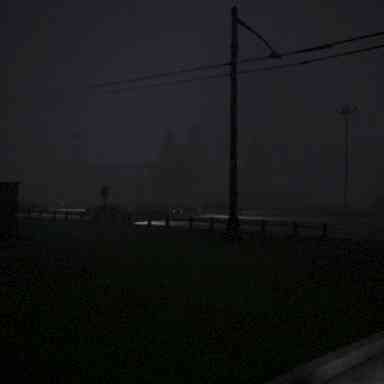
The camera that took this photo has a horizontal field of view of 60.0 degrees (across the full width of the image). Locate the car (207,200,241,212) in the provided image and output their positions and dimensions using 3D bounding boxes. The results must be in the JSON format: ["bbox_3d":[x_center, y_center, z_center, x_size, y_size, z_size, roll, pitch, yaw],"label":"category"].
[{"bbox_3d":[3.666,1.763,41.943,4.892,1.490,1.837,0,1,6],"label":"car"}]

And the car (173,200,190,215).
[{"bbox_3d":[-3.160,1.650,33.355,4.902,1.511,2.128,0,0,29],"label":"car"}]

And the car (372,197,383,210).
[{"bbox_3d":[28.735,1.712,49.415,5.566,2.045,2.150,1,1,-41],"label":"car"}]

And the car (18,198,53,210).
[{"bbox_3d":[-18.589,1.667,37.976,4.718,1.301,1.895,0,0,29],"label":"car"}]

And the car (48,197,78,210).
[{"bbox_3d":[-18.526,1.463,45.966,4.553,1.767,2.097,0,0,29],"label":"car"}]

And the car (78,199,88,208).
[{"bbox_3d":[-16.115,1.692,48.653,5.357,1.411,2.033,0,0,29],"label":"car"}]

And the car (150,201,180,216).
[{"bbox_3d":[-3.791,1.735,29.697,4.718,1.301,1.895,0,0,29],"label":"car"}]

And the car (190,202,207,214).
[{"bbox_3d":[-1.323,1.681,36.338,4.902,1.511,2.128,0,0,29],"label":"car"}]

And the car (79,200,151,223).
[{"bbox_3d":[-6.323,1.648,27.103,5.357,1.411,2.033,0,0,29],"label":"car"}]
